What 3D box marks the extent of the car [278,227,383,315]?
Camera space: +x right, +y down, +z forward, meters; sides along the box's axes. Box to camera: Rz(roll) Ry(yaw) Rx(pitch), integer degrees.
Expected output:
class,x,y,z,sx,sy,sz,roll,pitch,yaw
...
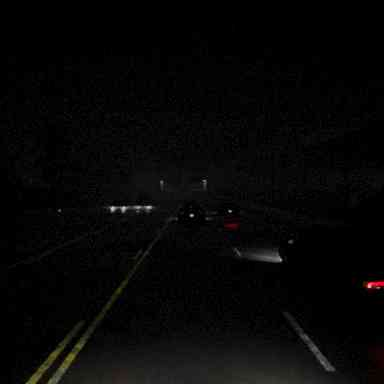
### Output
class,x,y,z,sx,sy,sz,roll,pitch,yaw
car,3.575,1.537,7.822,2.033,1.411,5.357,0,0,0

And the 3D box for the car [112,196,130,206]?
class,x,y,z,sx,sy,sz,roll,pitch,yaw
car,-10.788,1.344,50.634,1.882,1.535,5.008,0,0,0

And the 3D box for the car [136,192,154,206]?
class,x,y,z,sx,sy,sz,roll,pitch,yaw
car,-7.279,1.066,52.057,2.150,2.045,5.566,0,0,0

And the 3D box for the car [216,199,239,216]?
class,x,y,z,sx,sy,sz,roll,pitch,yaw
car,3.439,1.474,32.456,1.837,1.490,4.892,0,0,0

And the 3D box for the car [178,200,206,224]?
class,x,y,z,sx,sy,sz,roll,pitch,yaw
car,-0.021,1.558,24.473,1.994,1.385,4.181,0,0,0
